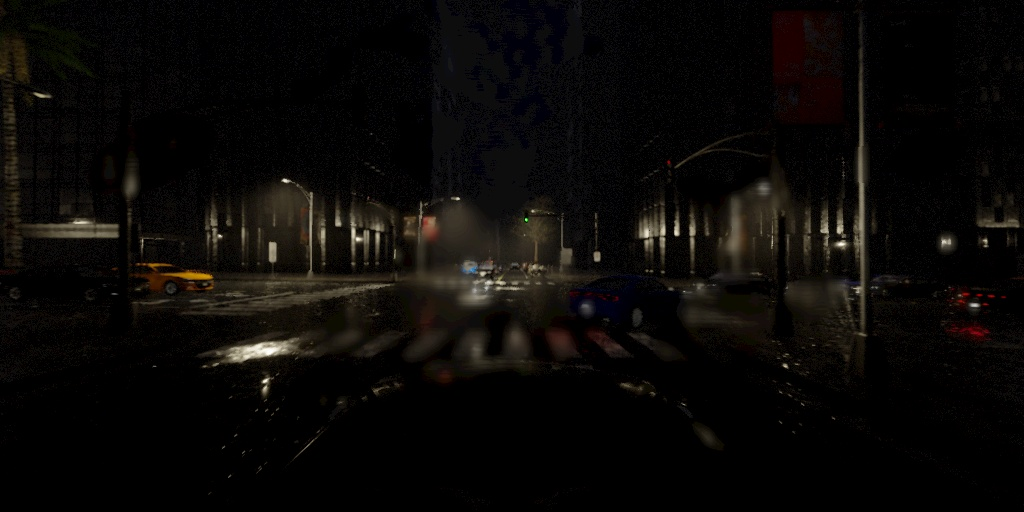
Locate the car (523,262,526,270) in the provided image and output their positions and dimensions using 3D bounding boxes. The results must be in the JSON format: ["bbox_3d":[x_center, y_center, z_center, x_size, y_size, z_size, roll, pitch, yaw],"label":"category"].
[{"bbox_3d":[3.111,1.918,52.624,2.007,1.370,4.403,0,0,1],"label":"car"}]

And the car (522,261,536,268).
[{"bbox_3d":[3.168,1.749,58.136,2.192,1.841,5.009,0,0,1],"label":"car"}]

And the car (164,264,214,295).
[{"bbox_3d":[-18.065,1.125,18.237,5.008,1.535,1.882,1,-1,0],"label":"car"}]

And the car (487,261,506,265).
[{"bbox_3d":[-2.590,1.793,58.682,2.097,1.767,4.553,0,-1,1],"label":"car"}]

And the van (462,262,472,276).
[{"bbox_3d":[-5.470,1.640,47.197,1.690,1.789,3.998,0,0,1],"label":"van"}]

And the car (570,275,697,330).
[{"bbox_3d":[4.000,1.372,11.807,5.008,1.535,1.882,2,-2,-41],"label":"car"}]

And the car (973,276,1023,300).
[{"bbox_3d":[35.438,2.203,24.674,5.008,1.535,1.882,1,-1,0],"label":"car"}]

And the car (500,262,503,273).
[{"bbox_3d":[-2.740,1.864,48.539,2.033,1.411,5.357,0,-1,1],"label":"car"}]

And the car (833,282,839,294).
[{"bbox_3d":[24.959,2.051,24.733,4.674,1.442,1.812,1,-1,0],"label":"car"}]

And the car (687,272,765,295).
[{"bbox_3d":[14.684,1.896,24.780,4.181,1.385,1.994,1,-1,0],"label":"car"}]

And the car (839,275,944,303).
[{"bbox_3d":[23.187,1.939,21.492,4.902,1.511,2.128,1,-1,0],"label":"car"}]

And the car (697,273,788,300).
[{"bbox_3d":[13.768,1.762,21.521,4.902,1.511,2.128,1,-1,-1],"label":"car"}]

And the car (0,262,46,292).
[{"bbox_3d":[-27.268,1.011,18.276,4.674,1.442,1.812,1,-1,0],"label":"car"}]

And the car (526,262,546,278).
[{"bbox_3d":[2.998,1.783,41.599,2.007,1.370,4.403,0,0,1],"label":"car"}]

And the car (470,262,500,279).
[{"bbox_3d":[-2.865,1.689,38.800,2.128,1.511,4.902,0,-1,2],"label":"car"}]

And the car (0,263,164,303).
[{"bbox_3d":[-18.070,1.081,14.993,5.008,1.535,1.882,1,-1,1],"label":"car"}]

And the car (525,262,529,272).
[{"bbox_3d":[3.056,1.825,47.282,1.751,1.417,4.829,0,0,1],"label":"car"}]

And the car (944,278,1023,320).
[{"bbox_3d":[21.547,1.829,14.812,4.892,1.490,1.837,1,-1,0],"label":"car"}]
